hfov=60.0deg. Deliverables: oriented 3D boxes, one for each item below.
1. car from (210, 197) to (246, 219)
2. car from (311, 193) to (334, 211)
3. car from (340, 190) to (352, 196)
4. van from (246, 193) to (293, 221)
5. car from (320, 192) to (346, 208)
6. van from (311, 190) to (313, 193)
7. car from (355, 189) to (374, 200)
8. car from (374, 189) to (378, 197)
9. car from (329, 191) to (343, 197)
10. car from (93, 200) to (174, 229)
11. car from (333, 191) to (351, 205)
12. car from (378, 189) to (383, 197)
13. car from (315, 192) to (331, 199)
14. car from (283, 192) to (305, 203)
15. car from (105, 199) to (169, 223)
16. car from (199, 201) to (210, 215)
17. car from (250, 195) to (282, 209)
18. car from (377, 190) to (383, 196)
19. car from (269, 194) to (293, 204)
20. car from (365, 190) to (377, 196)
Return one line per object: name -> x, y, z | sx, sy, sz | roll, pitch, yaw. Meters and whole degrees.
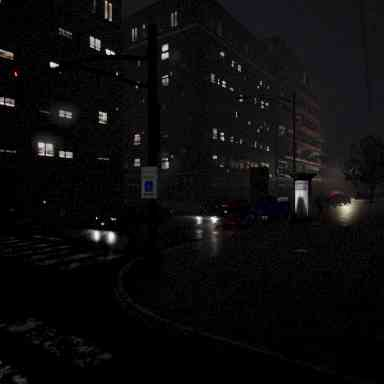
car -> 3.786, 1.154, 25.426 | 2.128, 1.511, 4.902 | 0, 1, 36
car -> 12.285, 1.078, 32.897 | 1.947, 1.339, 4.313 | 1, 1, 36
car -> 38.845, 0.278, 83.648 | 2.008, 1.369, 4.403 | 1, 1, 36
van -> 5.716, 1.009, 23.693 | 1.690, 1.788, 3.998 | 1, 1, 36
car -> 15.569, 0.979, 37.496 | 1.887, 1.381, 4.507 | 1, 1, 36
van -> 19.158, 0.536, 56.076 | 1.690, 1.788, 3.998 | 1, 1, 36
car -> 28.709, 0.564, 55.892 | 1.967, 1.590, 4.097 | 1, 1, 36
car -> 31.993, 0.590, 60.494 | 1.887, 1.381, 4.507 | 1, 1, 36
car -> 32.282, 0.428, 74.458 | 1.887, 1.381, 4.507 | 1, 1, 36
car -> -3.343, 1.323, 20.351 | 2.033, 1.411, 5.357 | 0, 1, 36
car -> 18.854, 0.923, 42.096 | 1.947, 1.339, 4.313 | 1, 1, 36
car -> 41.847, 0.356, 74.293 | 1.887, 1.381, 4.507 | 1, 1, 36
car -> 25.720, 0.621, 65.270 | 1.802, 1.307, 4.206 | 1, 1, 36
car -> 15.777, 0.801, 51.346 | 1.752, 1.417, 4.829 | 1, 1, 36
car -> -3.812, 1.283, 23.916 | 1.887, 1.381, 4.507 | 1, 1, 36
car -> 2.410, 1.165, 28.405 | 1.812, 1.442, 4.674 | 0, 1, 35
car -> 8.210, 1.066, 36.525 | 1.994, 1.385, 4.181 | 0, 1, 35
car -> 45.132, 0.315, 78.893 | 1.802, 1.307, 4.206 | 1, 1, 36
car -> 12.595, 0.933, 46.891 | 1.802, 1.307, 4.206 | 1, 1, 36
car -> 44.237, 0.216, 82.070 | 1.994, 1.385, 4.181 | 0, 1, 36
